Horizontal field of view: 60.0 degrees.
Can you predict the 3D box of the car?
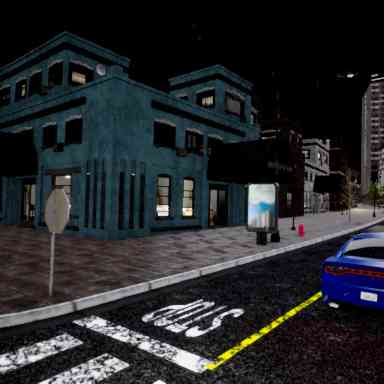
[{"bbox_3d":[4.480,1.647,7.443,1.882,1.535,5.008,0,-2,39],"label":"car"}]
